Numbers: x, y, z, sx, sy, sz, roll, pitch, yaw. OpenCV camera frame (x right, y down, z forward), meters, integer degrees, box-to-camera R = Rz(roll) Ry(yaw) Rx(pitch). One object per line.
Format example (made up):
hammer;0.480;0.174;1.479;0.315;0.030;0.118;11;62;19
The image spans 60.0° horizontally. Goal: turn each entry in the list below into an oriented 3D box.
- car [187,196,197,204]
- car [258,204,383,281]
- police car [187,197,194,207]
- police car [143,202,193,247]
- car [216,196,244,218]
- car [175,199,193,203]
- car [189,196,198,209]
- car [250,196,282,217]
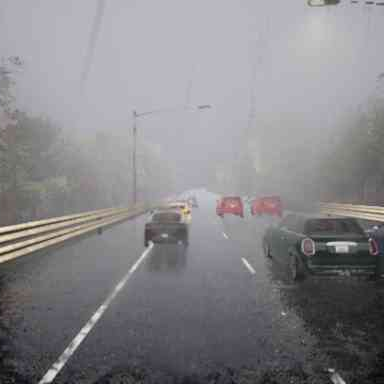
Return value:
car;0.005;1.619;69.291;1.837;1.490;4.892;0;0;0
car;3.600;1.397;10.106;2.097;1.767;4.553;0;0;0
police car;-1.047;1.562;31.481;1.930;1.638;5.238;0;0;0
police car;-1.048;1.493;15.475;1.930;1.638;5.238;0;0;0
car;3.605;1.361;32.206;2.150;2.045;5.566;0;0;0
car;-1.047;1.588;25.368;1.882;1.535;5.008;0;0;0
car;0.004;1.762;49.658;2.033;1.411;5.357;0;0;0
car;7.103;1.361;32.101;2.150;2.045;5.566;0;0;0
